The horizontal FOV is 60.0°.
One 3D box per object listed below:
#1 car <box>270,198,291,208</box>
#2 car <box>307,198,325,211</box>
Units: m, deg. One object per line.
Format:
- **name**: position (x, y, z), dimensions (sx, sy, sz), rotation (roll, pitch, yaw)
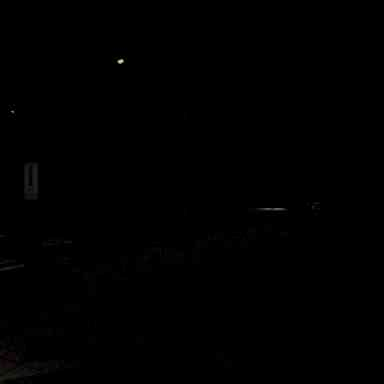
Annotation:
- **car**: position (13.064, 1.604, 49.126), dimensions (1.812, 1.442, 4.674), rotation (-1, -1, 35)
- **car**: position (15.966, 1.516, 41.990), dimensions (1.837, 1.490, 4.892), rotation (-1, -1, 35)
